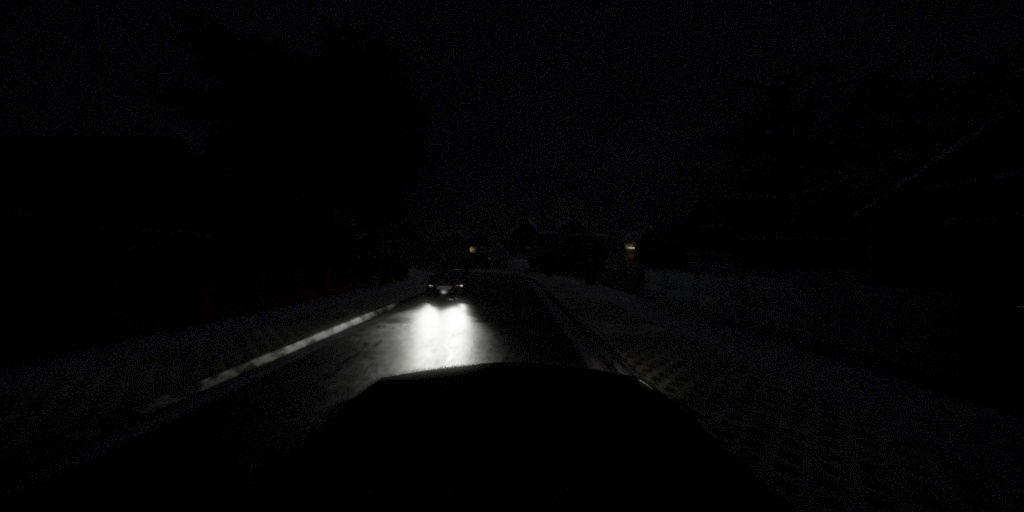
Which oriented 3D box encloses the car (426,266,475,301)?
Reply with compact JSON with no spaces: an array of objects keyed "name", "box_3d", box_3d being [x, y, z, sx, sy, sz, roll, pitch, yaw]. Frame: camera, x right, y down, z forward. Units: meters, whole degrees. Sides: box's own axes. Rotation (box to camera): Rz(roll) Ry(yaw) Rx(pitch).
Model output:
[{"name":"car","box_3d":[-2.898,1.276,17.665,2.128,1.511,4.902,0,0,-1]}]
